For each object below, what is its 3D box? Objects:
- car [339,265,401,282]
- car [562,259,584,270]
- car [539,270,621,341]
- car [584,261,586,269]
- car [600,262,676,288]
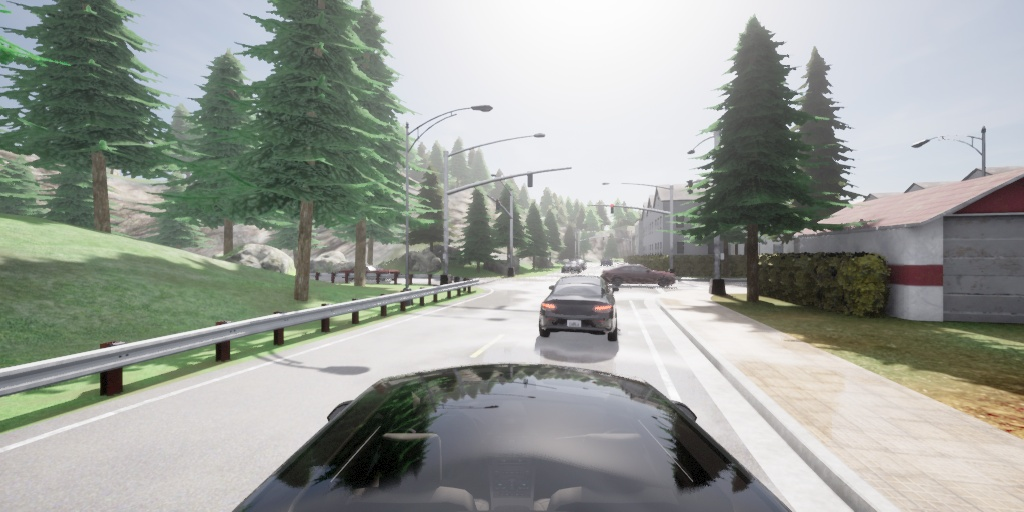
[{"bbox_3d":[-11.318,1.366,28.870,4.718,1.301,1.895,0,0,15],"label":"car"},{"bbox_3d":[7.197,1.314,43.169,1.994,1.385,4.181,0,0,15],"label":"car"},{"bbox_3d":[1.922,1.276,9.878,1.812,1.442,4.674,0,0,15],"label":"car"},{"bbox_3d":[9.867,1.241,52.862,2.128,1.511,4.902,0,0,15],"label":"car"},{"bbox_3d":[8.257,1.288,23.647,4.674,1.442,1.812,0,0,15],"label":"car"}]
